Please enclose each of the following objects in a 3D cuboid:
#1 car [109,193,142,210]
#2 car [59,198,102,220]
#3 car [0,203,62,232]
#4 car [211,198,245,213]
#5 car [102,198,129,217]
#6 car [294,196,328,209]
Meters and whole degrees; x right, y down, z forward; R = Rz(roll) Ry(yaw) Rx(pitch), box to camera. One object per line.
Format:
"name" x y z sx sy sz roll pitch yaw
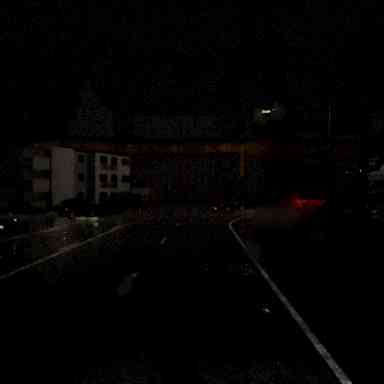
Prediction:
"car" -8.163 1.142 38.477 2.150 2.045 5.566 0 0 32
"car" -9.292 1.213 26.018 1.882 1.535 5.008 0 0 11
"car" -9.883 1.536 19.692 1.895 1.301 4.718 0 0 4
"car" 4.068 1.478 37.062 1.837 1.490 4.892 0 0 40
"car" -7.966 1.494 30.449 1.994 1.385 4.181 0 0 20
"car" 15.997 1.366 44.325 4.553 1.767 2.097 0 0 -19
